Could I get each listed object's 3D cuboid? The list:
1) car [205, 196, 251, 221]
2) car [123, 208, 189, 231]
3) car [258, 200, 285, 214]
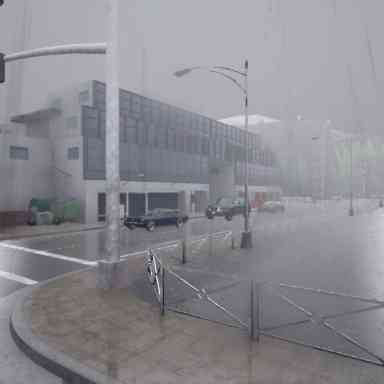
[{"bbox_3d":[3.414,1.398,30.189,2.150,2.045,5.566,0,0,36],"label":"car"},{"bbox_3d":[-2.315,1.777,22.159,1.895,1.301,4.718,0,0,35],"label":"car"},{"bbox_3d":[9.188,1.702,38.263,1.812,1.442,4.674,0,0,36],"label":"car"}]
